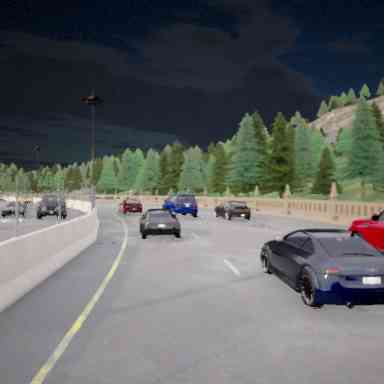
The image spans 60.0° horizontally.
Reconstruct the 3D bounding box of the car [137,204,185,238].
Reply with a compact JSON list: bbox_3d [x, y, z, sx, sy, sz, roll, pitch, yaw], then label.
[{"bbox_3d":[-1.787,1.572,17.789,1.994,1.385,4.181,0,0,-10],"label":"car"}]

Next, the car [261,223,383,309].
[{"bbox_3d":[3.065,1.552,7.940,1.994,1.385,4.181,0,0,-4],"label":"car"}]

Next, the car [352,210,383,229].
[{"bbox_3d":[6.522,1.196,9.051,2.150,2.045,5.566,0,0,-5],"label":"car"}]

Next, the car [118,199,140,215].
[{"bbox_3d":[-6.507,1.505,34.836,1.882,1.535,5.008,0,0,-20],"label":"car"}]

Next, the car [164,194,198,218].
[{"bbox_3d":[-1.131,1.227,29.957,2.150,2.045,5.566,0,0,-17],"label":"car"}]

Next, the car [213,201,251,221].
[{"bbox_3d":[3.212,1.493,27.296,1.837,1.490,4.892,0,0,-15],"label":"car"}]
